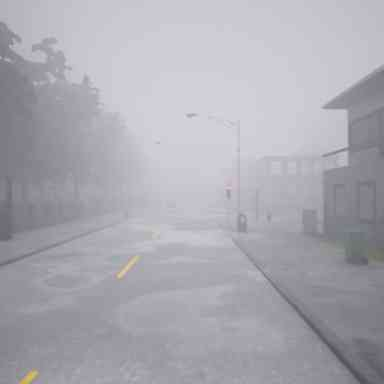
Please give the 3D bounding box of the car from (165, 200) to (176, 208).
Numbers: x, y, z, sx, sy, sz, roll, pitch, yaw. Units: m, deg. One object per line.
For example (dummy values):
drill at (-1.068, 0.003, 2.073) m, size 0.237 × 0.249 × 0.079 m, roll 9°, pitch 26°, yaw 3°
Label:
car at (-3.985, 2.238, 62.858) m, size 2.033 × 1.411 × 5.357 m, roll 0°, pitch -1°, yaw 0°
